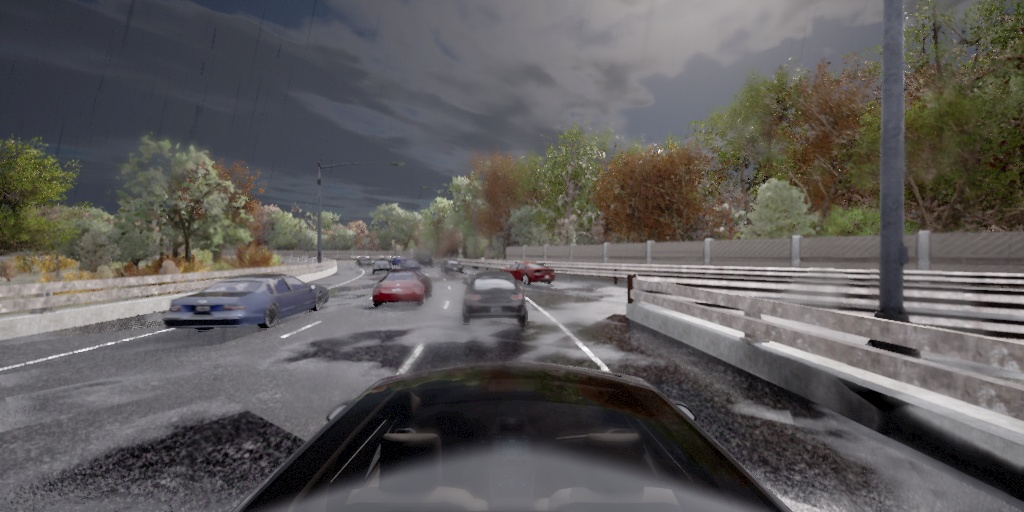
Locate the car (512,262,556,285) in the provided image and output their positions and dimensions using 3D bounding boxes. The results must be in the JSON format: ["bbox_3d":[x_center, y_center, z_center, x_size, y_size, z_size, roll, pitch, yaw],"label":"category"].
[{"bbox_3d":[0.899,1.122,24.359,1.882,1.535,5.008,0,1,-32],"label":"car"}]

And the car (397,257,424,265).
[{"bbox_3d":[-12.262,1.119,43.203,1.994,1.385,4.181,0,0,-22],"label":"car"}]

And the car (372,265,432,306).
[{"bbox_3d":[-4.592,1.249,15.475,1.994,1.385,4.181,0,0,-8],"label":"car"}]

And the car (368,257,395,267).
[{"bbox_3d":[-14.083,1.124,38.597,2.033,1.411,5.357,0,0,-21],"label":"car"}]

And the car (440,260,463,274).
[{"bbox_3d":[-6.274,1.109,37.378,1.812,1.442,4.674,0,0,-18],"label":"car"}]

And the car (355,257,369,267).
[{"bbox_3d":[-24.341,0.973,58.619,2.128,1.511,4.902,0,0,-32],"label":"car"}]

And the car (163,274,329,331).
[{"bbox_3d":[-7.448,1.254,10.814,2.033,1.411,5.357,0,0,-6],"label":"car"}]

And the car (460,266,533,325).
[{"bbox_3d":[-0.614,1.229,11.604,1.812,1.442,4.674,0,0,-5],"label":"car"}]

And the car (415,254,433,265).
[{"bbox_3d":[-13.522,0.726,53.799,2.150,2.045,5.566,0,0,-28],"label":"car"}]
